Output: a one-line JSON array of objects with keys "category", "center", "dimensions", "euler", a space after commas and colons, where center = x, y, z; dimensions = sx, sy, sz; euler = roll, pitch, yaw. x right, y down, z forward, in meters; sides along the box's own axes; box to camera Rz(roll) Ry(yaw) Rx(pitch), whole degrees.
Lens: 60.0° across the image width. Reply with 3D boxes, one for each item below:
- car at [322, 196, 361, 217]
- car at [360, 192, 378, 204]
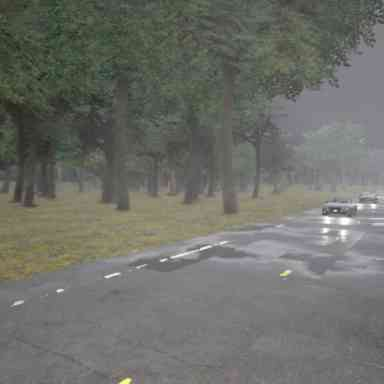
[{"category": "car", "center": [11.371, 1.122, 25.513], "dimensions": [1.994, 1.385, 4.181], "euler": [1, 2, 33]}, {"category": "car", "center": [22.688, 0.687, 42.700], "dimensions": [1.812, 1.442, 4.674], "euler": [1, 2, 34]}]
